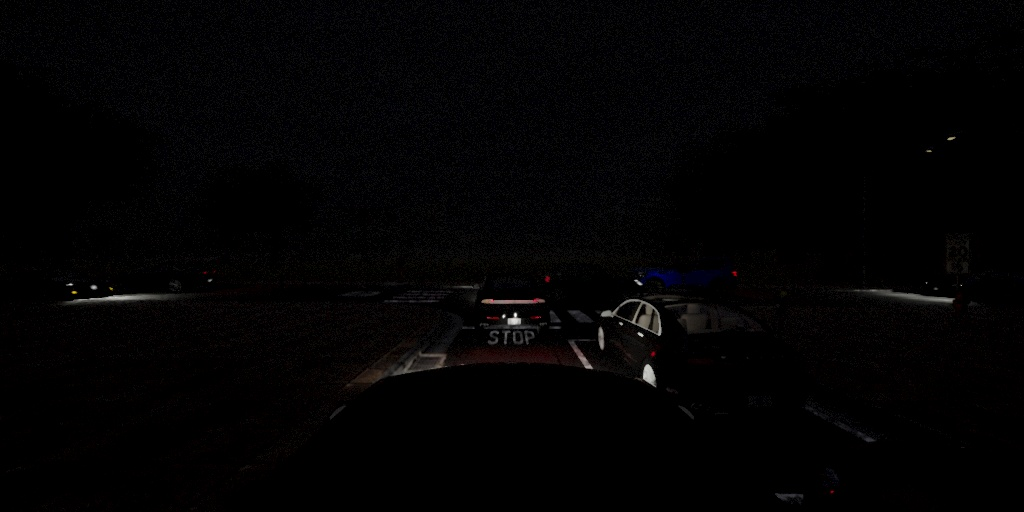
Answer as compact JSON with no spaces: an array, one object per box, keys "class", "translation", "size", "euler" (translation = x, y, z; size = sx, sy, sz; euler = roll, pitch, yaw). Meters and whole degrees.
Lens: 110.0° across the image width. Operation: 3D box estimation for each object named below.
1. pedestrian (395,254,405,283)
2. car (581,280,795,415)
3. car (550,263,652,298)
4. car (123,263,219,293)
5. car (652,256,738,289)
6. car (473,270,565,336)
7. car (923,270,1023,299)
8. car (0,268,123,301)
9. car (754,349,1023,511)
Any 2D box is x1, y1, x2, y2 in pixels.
[{"class":"pedestrian","translation":[-6.889,0.740,22.149],"size":[0.375,1.860,0.375],"euler":[0,1,0]},{"class":"car","translation":[2.635,1.296,5.974],"size":[2.007,1.370,4.403],"euler":[0,0,0]},{"class":"car","translation":[3.588,1.121,16.335],"size":[4.553,1.767,2.097],"euler":[1,0,0]},{"class":"car","translation":[-18.628,1.110,19.237],"size":[4.902,1.511,2.128],"euler":[0,1,0]},{"class":"car","translation":[9.020,1.027,19.259],"size":[5.566,2.045,2.150],"euler":[1,1,0]},{"class":"car","translation":[-0.100,1.233,10.361],"size":[2.128,1.511,4.902],"euler":[0,0,-4]},{"class":"car","translation":[25.117,1.486,19.272],"size":[4.674,1.442,1.812],"euler":[0,1,0]},{"class":"car","translation":[-20.991,1.246,16.287],"size":[4.181,1.385,1.994],"euler":[0,1,0]},{"class":"car","translation":[2.637,1.333,0.442],"size":[1.802,1.307,4.207],"euler":[0,0,0]}]
